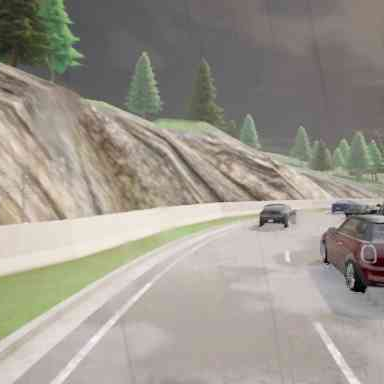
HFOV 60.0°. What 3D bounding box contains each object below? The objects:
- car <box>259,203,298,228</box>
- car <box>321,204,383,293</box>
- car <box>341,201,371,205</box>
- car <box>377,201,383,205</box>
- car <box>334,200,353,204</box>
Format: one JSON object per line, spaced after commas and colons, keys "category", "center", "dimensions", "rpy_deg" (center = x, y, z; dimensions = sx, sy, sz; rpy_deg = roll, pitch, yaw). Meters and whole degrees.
{"category": "car", "center": [5.986, 1.555, 22.848], "dimensions": [1.837, 1.490, 4.892], "rpy_deg": [0, 0, 27]}
{"category": "car", "center": [4.926, 1.393, 8.970], "dimensions": [2.097, 1.767, 4.553], "rpy_deg": [1, 0, 11]}
{"category": "car", "center": [15.560, 1.731, 30.363], "dimensions": [1.895, 1.301, 4.718], "rpy_deg": [0, 0, 41]}
{"category": "car", "center": [12.917, 1.329, 20.726], "dimensions": [2.150, 2.045, 5.566], "rpy_deg": [0, 0, 29]}
{"category": "car", "center": [17.509, 1.624, 37.548], "dimensions": [5.008, 1.535, 1.882], "rpy_deg": [0, 0, -45]}
